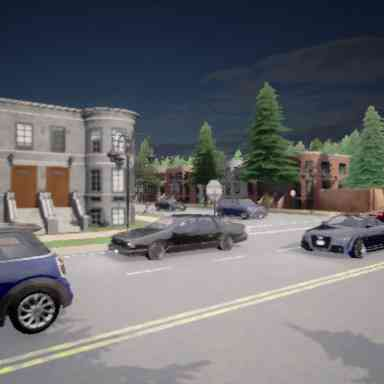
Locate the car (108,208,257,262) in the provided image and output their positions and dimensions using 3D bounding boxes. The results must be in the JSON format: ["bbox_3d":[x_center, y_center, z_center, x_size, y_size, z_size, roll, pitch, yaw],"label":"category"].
[{"bbox_3d":[-0.295,1.542,12.381,5.357,1.411,2.033,0,0,-35],"label":"car"}]

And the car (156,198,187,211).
[{"bbox_3d":[-2.411,1.452,37.569,1.837,1.490,4.892,0,0,-34],"label":"car"}]

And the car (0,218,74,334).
[{"bbox_3d":[-4.346,1.349,5.142,4.553,1.767,2.097,0,0,-35],"label":"car"}]

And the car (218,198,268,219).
[{"bbox_3d":[4.122,1.302,27.629,2.097,1.767,4.553,0,0,-33],"label":"car"}]

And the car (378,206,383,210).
[{"bbox_3d":[13.329,1.593,22.098,4.718,1.301,1.895,0,0,-35],"label":"car"}]

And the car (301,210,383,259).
[{"bbox_3d":[6.039,1.559,12.601,4.181,1.385,1.994,0,0,-36],"label":"car"}]
